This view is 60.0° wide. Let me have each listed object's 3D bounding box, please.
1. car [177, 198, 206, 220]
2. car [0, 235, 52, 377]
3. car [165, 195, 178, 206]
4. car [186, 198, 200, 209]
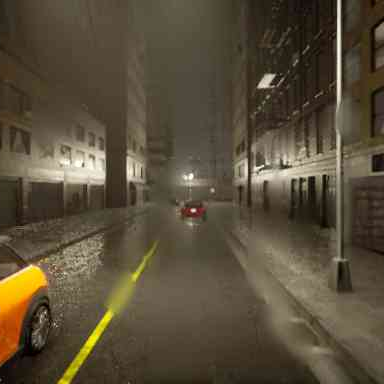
[{"bbox_3d":[0.117,1.418,27.254,2.163,1.488,4.792,0,0,0],"label":"car"},{"bbox_3d":[-3.099,1.342,2.954,2.097,1.767,4.553,0,0,0],"label":"car"},{"bbox_3d":[-2.969,1.241,50.487,2.097,1.767,4.553,0,0,0],"label":"car"},{"bbox_3d":[0.130,1.495,44.778,1.895,1.301,4.718,0,0,0],"label":"car"}]
